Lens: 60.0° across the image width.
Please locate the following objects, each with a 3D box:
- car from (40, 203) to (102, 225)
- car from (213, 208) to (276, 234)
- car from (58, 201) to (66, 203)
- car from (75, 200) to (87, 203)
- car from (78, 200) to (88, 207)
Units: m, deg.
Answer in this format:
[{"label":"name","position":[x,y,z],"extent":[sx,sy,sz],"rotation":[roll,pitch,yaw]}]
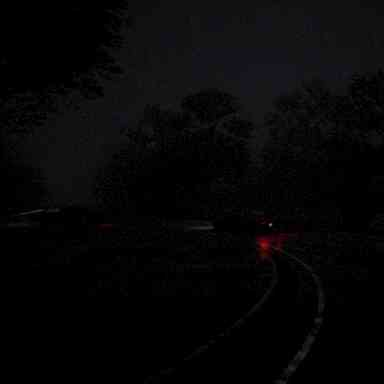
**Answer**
[{"label":"car","position":[-10.186,1.962,28.038],"extent":[5.008,1.535,1.882],"rotation":[-1,-1,2]},{"label":"car","position":[3.263,1.778,21.342],"extent":[1.812,1.442,4.674],"rotation":[0,-2,-35]},{"label":"car","position":[-26.083,2.662,66.688],"extent":[1.837,1.490,4.892],"rotation":[0,-1,-15]},{"label":"car","position":[-21.234,2.583,62.154],"extent":[1.812,1.442,4.674],"rotation":[0,-1,-15]},{"label":"car","position":[-25.362,2.630,77.440],"extent":[1.837,1.490,4.892],"rotation":[0,-1,-15]}]
